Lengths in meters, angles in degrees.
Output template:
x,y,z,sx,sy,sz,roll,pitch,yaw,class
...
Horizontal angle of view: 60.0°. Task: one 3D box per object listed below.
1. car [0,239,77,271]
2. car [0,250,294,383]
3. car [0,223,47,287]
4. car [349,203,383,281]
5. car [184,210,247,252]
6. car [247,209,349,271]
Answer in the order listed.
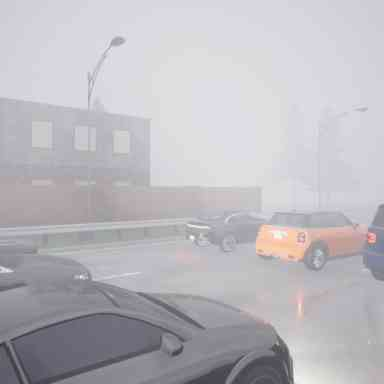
x,y,z,sx,sy,sz,roll,pitch,yaw,class
-4.052,1.492,5.153,4.902,1.511,2.128,0,0,-36,car
-0.987,1.564,3.044,4.181,1.385,1.994,0,0,-35,car
-6.193,1.601,7.925,4.718,1.301,1.895,0,0,-36,car
6.642,1.221,8.545,5.566,2.045,2.150,0,0,-35,car
1.989,1.491,13.829,4.902,1.511,2.128,0,0,-35,car
4.311,1.352,11.184,4.553,1.767,2.097,0,0,-35,car
